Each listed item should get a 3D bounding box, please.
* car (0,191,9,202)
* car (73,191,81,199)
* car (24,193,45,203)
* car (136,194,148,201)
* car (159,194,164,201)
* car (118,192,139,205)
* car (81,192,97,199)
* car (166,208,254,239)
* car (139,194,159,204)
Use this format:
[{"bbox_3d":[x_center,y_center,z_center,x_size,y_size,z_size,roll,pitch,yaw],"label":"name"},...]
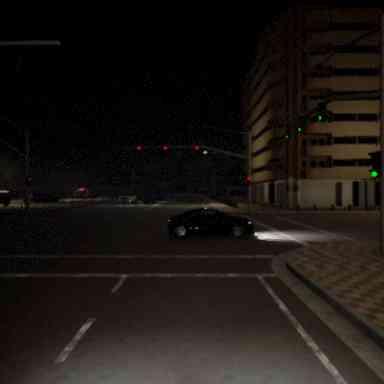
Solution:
[{"bbox_3d":[-47.044,0.781,80.694,1.905,1.878,3.866,0,0,0],"label":"car"},{"bbox_3d":[-27.421,0.781,80.656,1.905,1.878,3.866,0,0,0],"label":"car"},{"bbox_3d":[-30.193,1.102,63.201,1.970,1.475,3.806,0,0,0],"label":"car"},{"bbox_3d":[-10.481,1.184,70.199,1.812,1.442,4.674,0,0,0],"label":"car"},{"bbox_3d":[-6.981,1.124,70.385,1.882,1.535,5.008,0,0,0],"label":"car"},{"bbox_3d":[-10.532,0.965,54.707,2.150,2.045,5.566,0,1,1],"label":"car"},{"bbox_3d":[-24.527,0.779,80.591,1.932,1.855,4.605,0,0,0],"label":"car"},{"bbox_3d":[0.854,1.458,16.148,4.181,1.385,1.994,0,0,-1],"label":"car"},{"bbox_3d":[-7.036,1.223,54.879,1.882,1.535,5.008,0,0,0],"label":"car"}]
